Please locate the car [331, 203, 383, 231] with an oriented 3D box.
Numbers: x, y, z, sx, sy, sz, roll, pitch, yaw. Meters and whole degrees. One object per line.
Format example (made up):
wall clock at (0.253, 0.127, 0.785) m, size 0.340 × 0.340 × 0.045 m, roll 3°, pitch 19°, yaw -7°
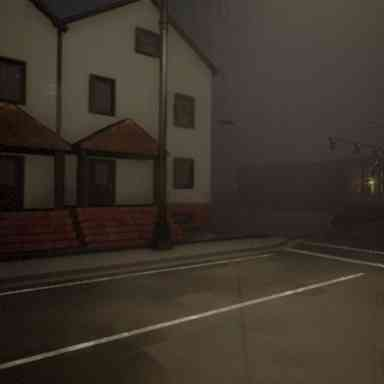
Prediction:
car at (11.012, 1.402, 20.864) m, size 1.812 × 1.442 × 4.674 m, roll 1°, pitch -14°, yaw -36°
